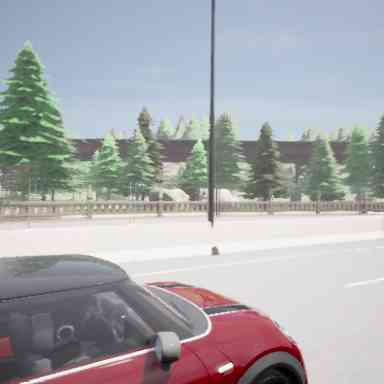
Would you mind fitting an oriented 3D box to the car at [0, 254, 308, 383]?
[{"bbox_3d":[-1.084,1.356,2.828,4.553,1.767,2.097,1,0,-35],"label":"car"}]
